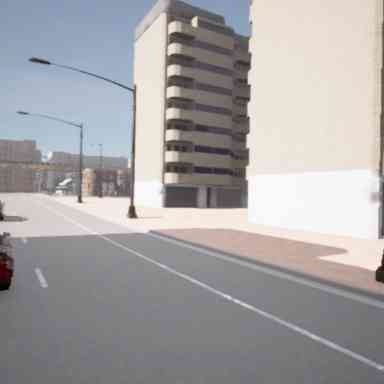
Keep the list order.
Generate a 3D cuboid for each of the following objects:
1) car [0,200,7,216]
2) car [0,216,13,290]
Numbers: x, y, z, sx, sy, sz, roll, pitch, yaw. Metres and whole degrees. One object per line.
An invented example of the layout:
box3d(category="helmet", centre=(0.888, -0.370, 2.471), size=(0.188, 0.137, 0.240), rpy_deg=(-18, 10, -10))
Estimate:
box3d(category="car", centre=(-14.541, 1.151, 23.847), size=(1.837, 1.490, 4.892), rpy_deg=(2, 1, -30))
box3d(category="car", centre=(-5.747, 1.541, 8.536), size=(1.994, 1.385, 4.181), rpy_deg=(2, 0, -30))
